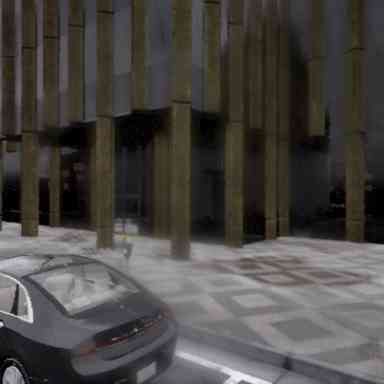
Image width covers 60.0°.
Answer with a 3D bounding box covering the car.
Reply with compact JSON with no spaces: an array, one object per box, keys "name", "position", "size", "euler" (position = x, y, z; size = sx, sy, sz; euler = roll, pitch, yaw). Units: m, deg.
[{"name":"car","position":[-2.226,1.539,4.548],"size":[4.403,1.369,2.008],"euler":[0,0,35]}]
